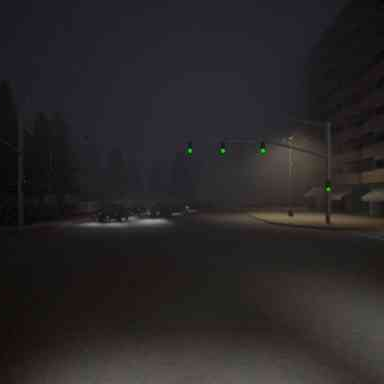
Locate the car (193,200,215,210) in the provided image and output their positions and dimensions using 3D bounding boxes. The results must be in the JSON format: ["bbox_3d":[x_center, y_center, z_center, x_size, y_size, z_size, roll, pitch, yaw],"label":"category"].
[{"bbox_3d":[1.944,2.235,54.764,1.895,1.301,4.718,0,-1,31],"label":"car"}]

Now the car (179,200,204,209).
[{"bbox_3d":[-0.073,2.166,58.306,2.128,1.511,4.902,0,-1,32],"label":"car"}]

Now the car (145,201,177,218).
[{"bbox_3d":[-3.249,1.907,35.806,2.128,1.511,4.902,0,-1,4],"label":"car"}]

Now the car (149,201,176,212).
[{"bbox_3d":[-4.323,2.061,49.142,2.128,1.511,4.902,0,-1,20],"label":"car"}]

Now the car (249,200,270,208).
[{"bbox_3d":[12.808,2.215,62.479,4.902,1.511,2.128,0,-1,-42],"label":"car"}]

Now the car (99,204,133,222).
[{"bbox_3d":[-6.980,1.877,30.219,1.812,1.442,4.674,0,-1,2],"label":"car"}]

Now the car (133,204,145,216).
[{"bbox_3d":[-6.443,2.056,39.297,1.895,1.301,4.718,0,-1,6],"label":"car"}]

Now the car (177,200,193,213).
[{"bbox_3d":[-1.942,2.075,45.535,2.033,1.411,5.357,0,-1,15],"label":"car"}]

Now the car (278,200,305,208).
[{"bbox_3d":[18.453,2.203,62.739,5.008,1.535,1.882,0,-1,-33],"label":"car"}]

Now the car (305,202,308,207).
[{"bbox_3d":[21.655,2.319,68.641,4.902,1.511,2.128,0,-1,-22],"label":"car"}]
